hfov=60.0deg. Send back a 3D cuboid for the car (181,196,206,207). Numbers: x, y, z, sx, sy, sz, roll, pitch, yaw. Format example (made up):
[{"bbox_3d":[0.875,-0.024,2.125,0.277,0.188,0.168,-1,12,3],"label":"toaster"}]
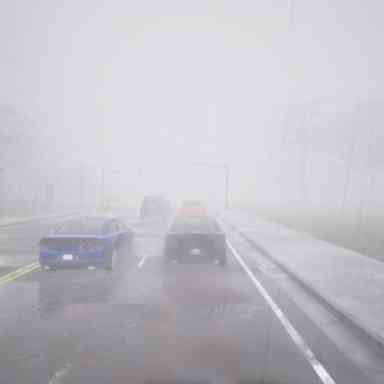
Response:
[{"bbox_3d":[0.103,1.442,28.287,2.097,1.767,4.553,0,0,0],"label":"car"}]

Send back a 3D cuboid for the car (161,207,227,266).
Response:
[{"bbox_3d":[0.103,1.515,11.667,1.882,1.535,5.008,0,0,0],"label":"car"}]

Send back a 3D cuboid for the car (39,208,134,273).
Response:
[{"bbox_3d":[-3.149,1.513,10.896,1.882,1.535,5.008,0,0,0],"label":"car"}]

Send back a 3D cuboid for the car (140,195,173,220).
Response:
[{"bbox_3d":[-3.147,1.313,28.972,2.150,2.045,5.566,0,0,0],"label":"car"}]

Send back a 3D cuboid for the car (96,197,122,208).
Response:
[{"bbox_3d":[-9.746,1.476,39.349,2.097,1.767,4.553,0,0,0],"label":"car"}]
